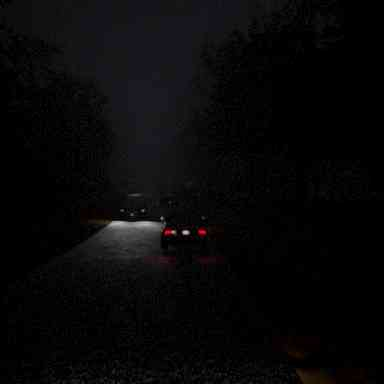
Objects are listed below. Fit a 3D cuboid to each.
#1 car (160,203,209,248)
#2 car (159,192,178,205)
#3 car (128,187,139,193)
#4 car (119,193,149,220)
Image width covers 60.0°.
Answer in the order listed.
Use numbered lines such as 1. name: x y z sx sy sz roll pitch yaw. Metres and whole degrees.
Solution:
1. car: -0.384 1.451 14.388 2.033 1.411 5.357 0 1 -3
2. car: -2.518 0.754 35.417 1.812 1.442 4.674 1 2 -8
3. car: -11.387 -0.360 64.942 2.033 1.411 5.357 2 1 -15
4. car: -4.103 1.120 23.892 1.812 1.442 4.674 1 2 -6
